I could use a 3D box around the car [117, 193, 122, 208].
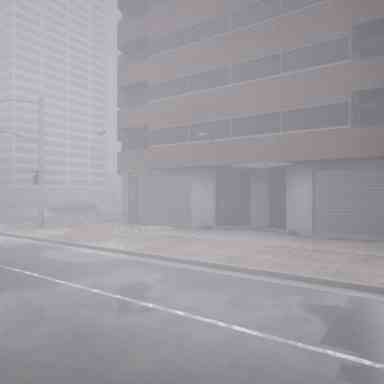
[{"bbox_3d":[-7.335,1.352,44.674,2.097,1.767,4.553,0,0,35],"label":"car"}]

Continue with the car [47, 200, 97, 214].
[{"bbox_3d":[-13.035,1.547,36.555,2.033,1.411,5.357,0,0,35],"label":"car"}]
